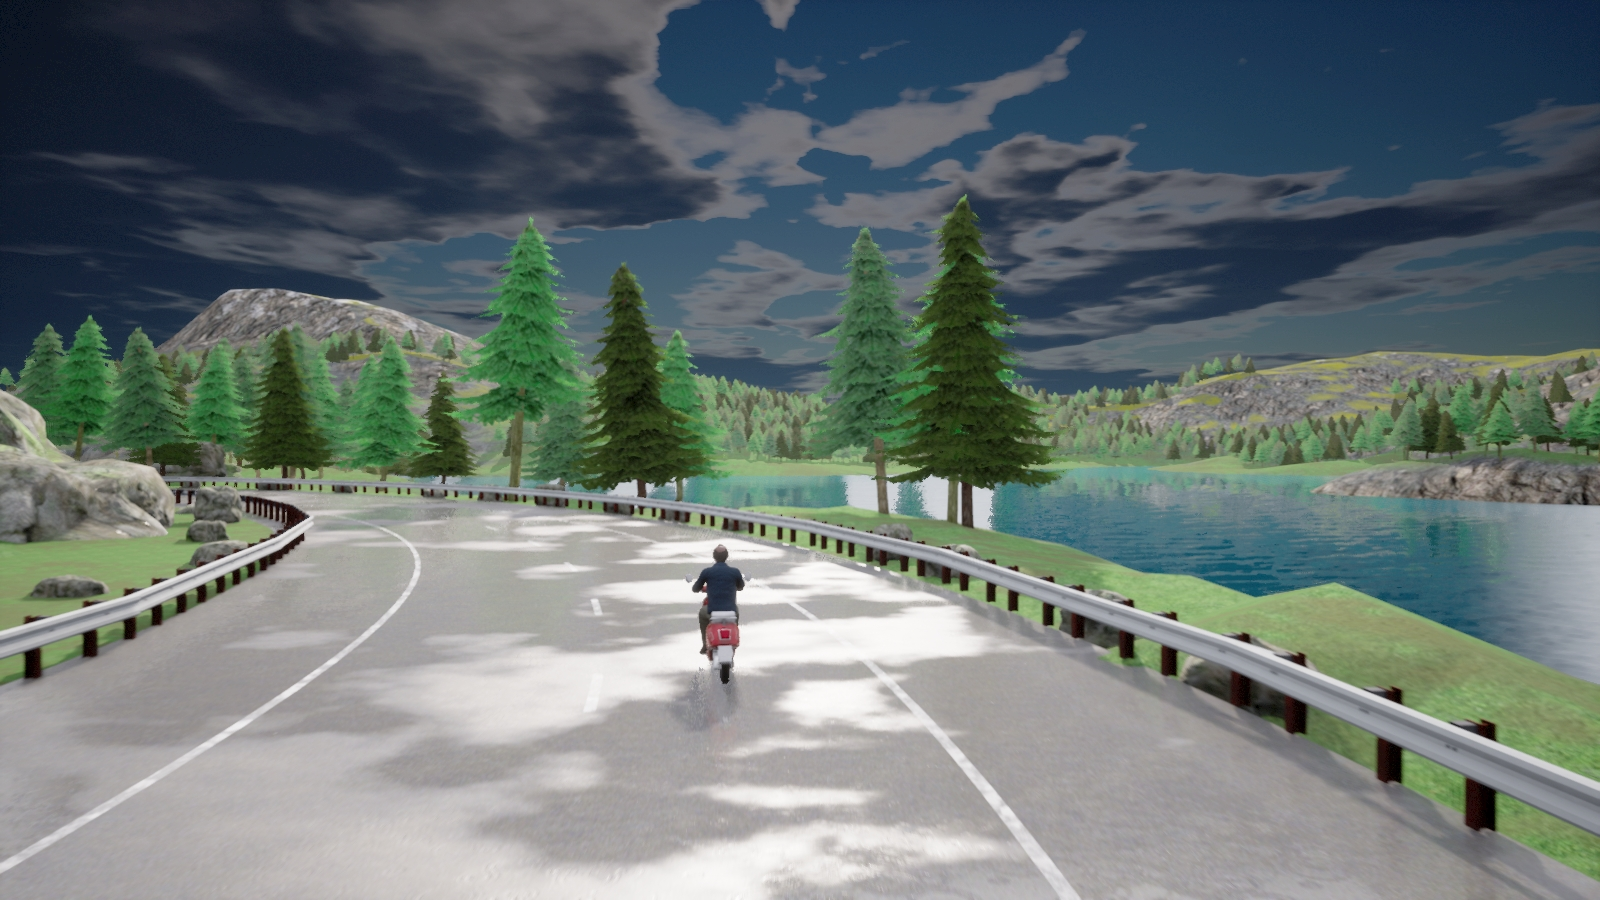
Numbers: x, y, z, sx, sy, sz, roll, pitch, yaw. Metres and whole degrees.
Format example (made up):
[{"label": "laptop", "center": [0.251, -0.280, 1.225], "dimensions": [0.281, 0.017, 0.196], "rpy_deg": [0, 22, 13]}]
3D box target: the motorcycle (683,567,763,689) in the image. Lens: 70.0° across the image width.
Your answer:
[{"label": "motorcycle", "center": [-1.000, 2.182, 14.342], "dimensions": [0.856, 1.236, 1.805], "rpy_deg": [0, 0, -8]}]
